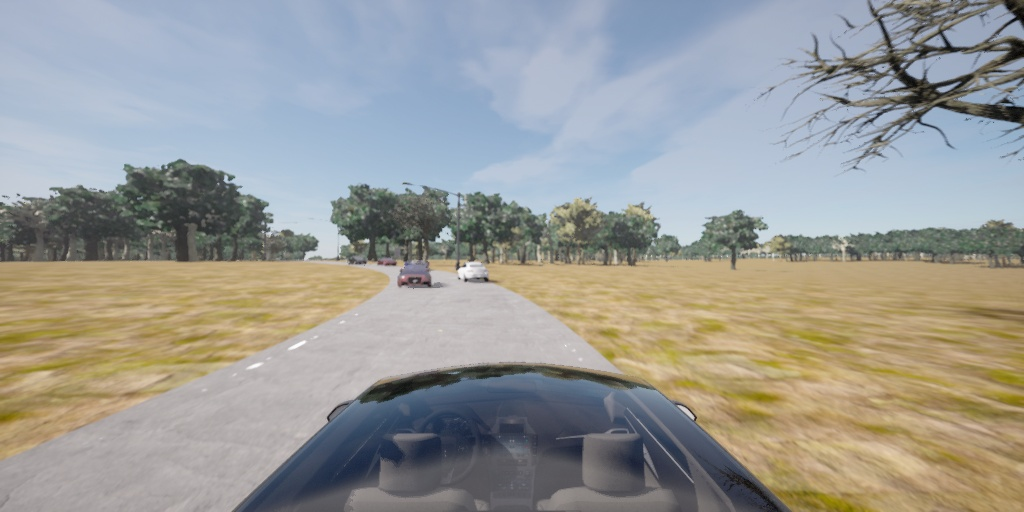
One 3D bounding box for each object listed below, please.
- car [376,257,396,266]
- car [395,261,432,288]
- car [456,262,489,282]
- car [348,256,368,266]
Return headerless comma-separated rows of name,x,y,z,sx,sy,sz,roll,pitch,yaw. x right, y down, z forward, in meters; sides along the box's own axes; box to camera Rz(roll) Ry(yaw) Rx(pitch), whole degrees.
car,-20.418,0.923,58.245,1.994,1.385,4.181,1,0,-42
car,-6.108,1.242,22.702,1.994,1.385,4.181,0,0,-15
car,-3.033,1.194,27.772,1.812,1.442,4.674,0,0,-17
car,-25.445,0.742,59.160,1.882,1.535,5.008,1,0,-40
